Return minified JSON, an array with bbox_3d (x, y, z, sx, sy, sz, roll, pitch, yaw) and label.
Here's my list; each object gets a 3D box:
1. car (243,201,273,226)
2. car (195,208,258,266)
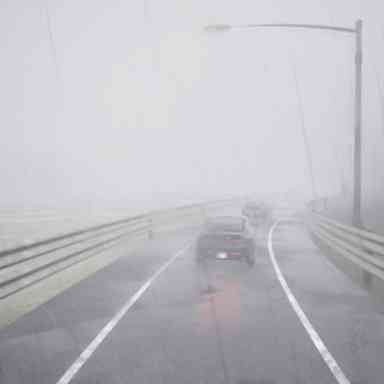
[{"bbox_3d":[5.140,1.418,25.968,2.128,1.511,4.902,1,1,21],"label":"car"},{"bbox_3d":[1.325,1.551,11.912,1.837,1.490,4.892,0,1,11],"label":"car"}]
